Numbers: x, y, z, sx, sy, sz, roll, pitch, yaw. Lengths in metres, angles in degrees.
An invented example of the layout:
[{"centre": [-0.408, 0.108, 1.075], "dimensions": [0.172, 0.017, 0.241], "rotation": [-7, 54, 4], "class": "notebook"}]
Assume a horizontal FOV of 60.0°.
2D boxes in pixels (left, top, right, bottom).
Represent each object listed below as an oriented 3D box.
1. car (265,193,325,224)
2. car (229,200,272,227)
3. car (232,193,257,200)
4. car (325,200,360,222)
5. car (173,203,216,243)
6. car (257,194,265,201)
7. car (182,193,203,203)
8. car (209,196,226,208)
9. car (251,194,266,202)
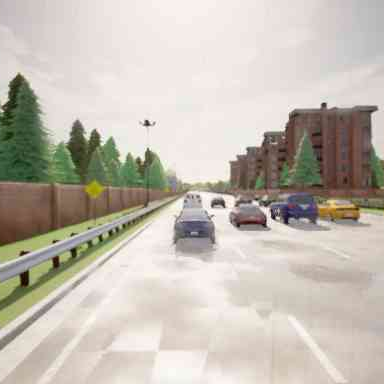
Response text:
[{"centre": [7.085, 1.114, 23.587], "dimensions": [2.150, 2.045, 5.566], "rotation": [0, 0, 0], "class": "car"}, {"centre": [3.588, 1.474, 21.764], "dimensions": [1.994, 1.385, 4.181], "rotation": [0, 0, 0], "class": "car"}, {"centre": [6.961, 1.167, 44.973], "dimensions": [2.097, 1.767, 4.553], "rotation": [0, 0, 0], "class": "car"}, {"centre": [10.584, 1.360, 24.793], "dimensions": [1.882, 1.535, 5.008], "rotation": [0, 0, 0], "class": "car"}, {"centre": [0.091, 1.467, 15.542], "dimensions": [1.812, 1.442, 4.674], "rotation": [0, 0, 0], "class": "car"}, {"centre": [10.461, 1.159, 44.899], "dimensions": [2.097, 1.767, 4.553], "rotation": [0, 0, 0], "class": "car"}, {"centre": [0.074, 1.082, 37.464], "dimensions": [2.150, 2.045, 5.566], "rotation": [0, 0, 0], "class": "car"}, {"centre": [3.462, 1.331, 44.796], "dimensions": [1.837, 1.490, 4.892], "rotation": [0, 1, 0], "class": "car"}, {"centre": [13.792, 1.235, 69.053], "dimensions": [2.128, 1.511, 4.902], "rotation": [0, 0, 0], "class": "car"}]
